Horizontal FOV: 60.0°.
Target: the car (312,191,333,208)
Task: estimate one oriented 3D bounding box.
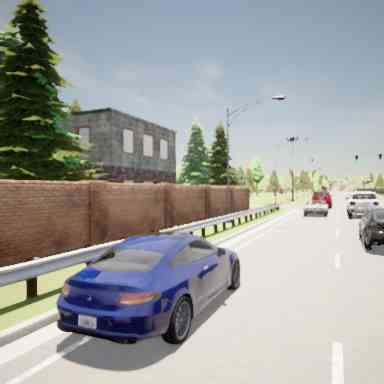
[{"bbox_3d":[15.895,0.922,40.612,2.150,2.045,5.566,0,-1,24],"label":"car"}]

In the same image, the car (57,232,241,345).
[{"bbox_3d":[-0.438,1.500,6.421,1.812,1.442,4.674,0,0,24],"label":"car"}]

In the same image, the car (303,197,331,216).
[{"bbox_3d":[11.041,1.393,29.476,1.895,1.301,4.718,0,0,24],"label":"car"}]

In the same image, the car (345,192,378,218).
[{"bbox_3d":[13.912,1.003,27.226,2.150,2.045,5.566,0,0,24],"label":"car"}]

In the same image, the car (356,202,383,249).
[{"bbox_3d":[7.918,1.392,13.498,1.837,1.490,4.892,0,1,24],"label":"car"}]
